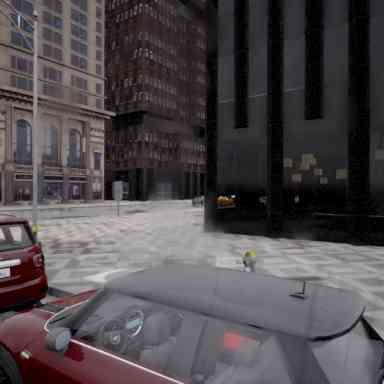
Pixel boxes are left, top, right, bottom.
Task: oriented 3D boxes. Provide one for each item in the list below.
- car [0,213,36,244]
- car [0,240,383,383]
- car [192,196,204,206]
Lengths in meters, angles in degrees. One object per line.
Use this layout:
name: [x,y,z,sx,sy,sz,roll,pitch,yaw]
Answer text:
car: [-4.821,1.314,6.396,5.009,1.841,2.192,0,0,35]
car: [-0.259,1.440,3.144,4.097,1.590,1.967,0,0,35]
car: [1.930,1.374,52.075,2.128,1.511,4.902,0,0,36]
